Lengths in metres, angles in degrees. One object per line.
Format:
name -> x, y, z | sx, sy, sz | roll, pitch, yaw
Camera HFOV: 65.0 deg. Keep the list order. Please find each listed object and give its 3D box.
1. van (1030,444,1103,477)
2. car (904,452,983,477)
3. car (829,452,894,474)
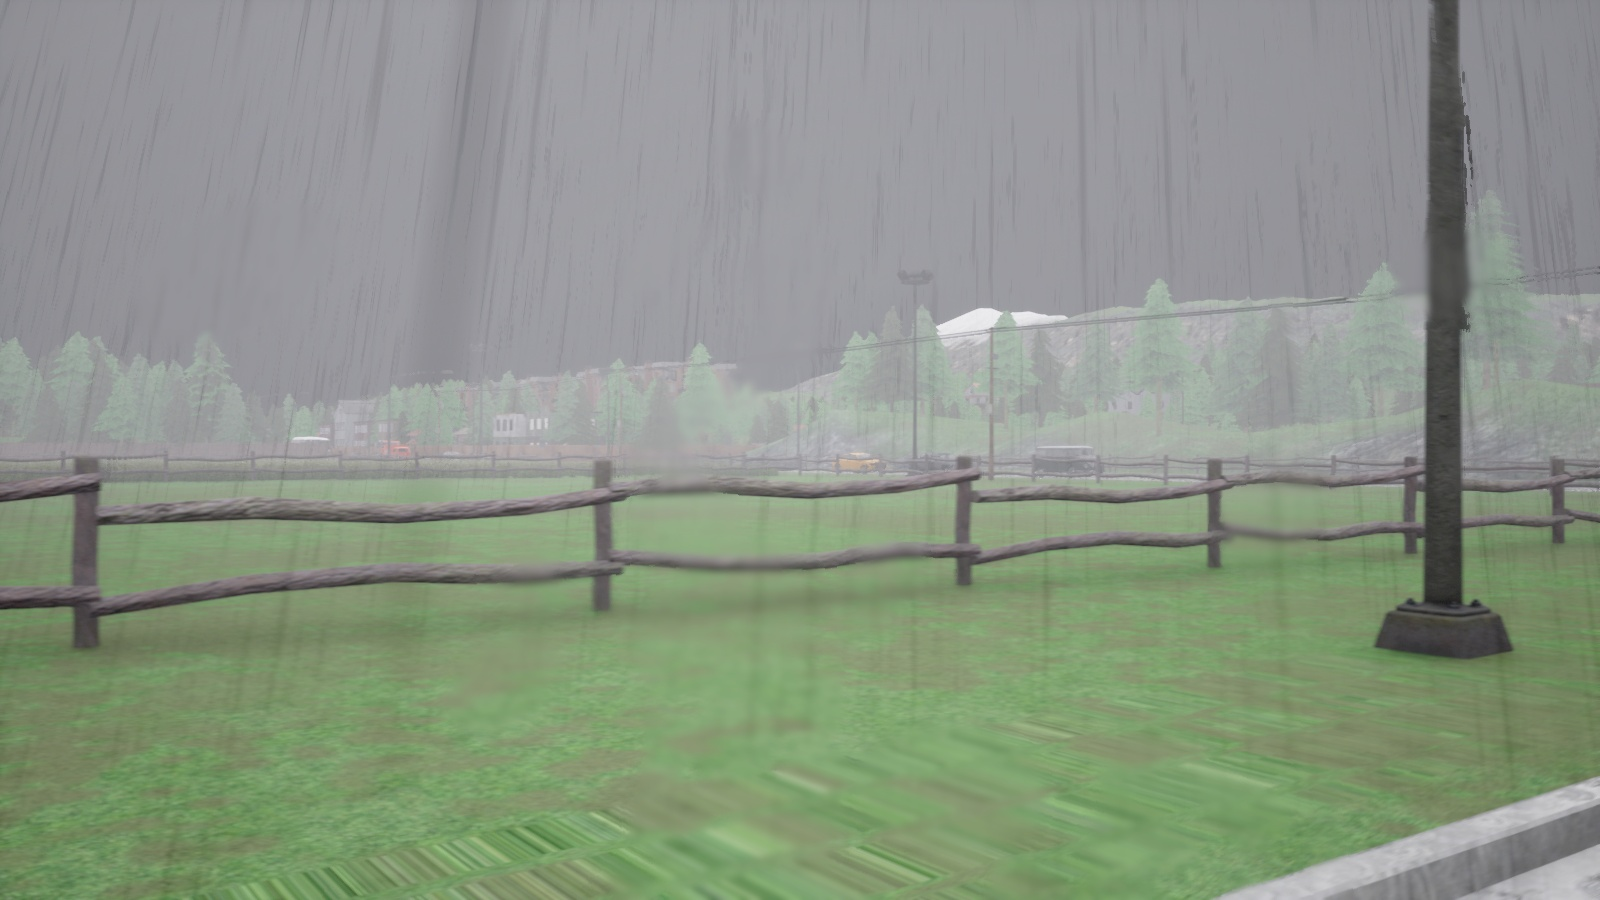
van -> 16.666, 0.655, 78.704 | 1.775, 1.987, 4.442 | 0, 0, -35
car -> 8.813, 0.873, 77.661 | 2.128, 1.511, 4.902 | 0, 0, -35
car -> 4.367, 0.933, 89.923 | 1.882, 1.535, 5.008 | 0, 0, -35
